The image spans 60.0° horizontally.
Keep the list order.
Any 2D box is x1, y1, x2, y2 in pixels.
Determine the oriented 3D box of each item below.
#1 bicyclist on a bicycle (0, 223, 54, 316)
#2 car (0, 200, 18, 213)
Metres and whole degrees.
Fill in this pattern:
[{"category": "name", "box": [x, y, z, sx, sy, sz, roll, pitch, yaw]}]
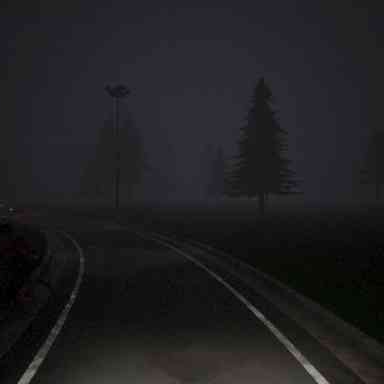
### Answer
[{"category": "bicyclist on a bicycle", "box": [-3.280, 1.403, 5.973, 1.656, 1.620, 0.582, 8, -2, -11]}, {"category": "car", "box": [-20.158, 1.526, 35.267, 4.674, 1.442, 1.812, 0, 0, 40]}]
